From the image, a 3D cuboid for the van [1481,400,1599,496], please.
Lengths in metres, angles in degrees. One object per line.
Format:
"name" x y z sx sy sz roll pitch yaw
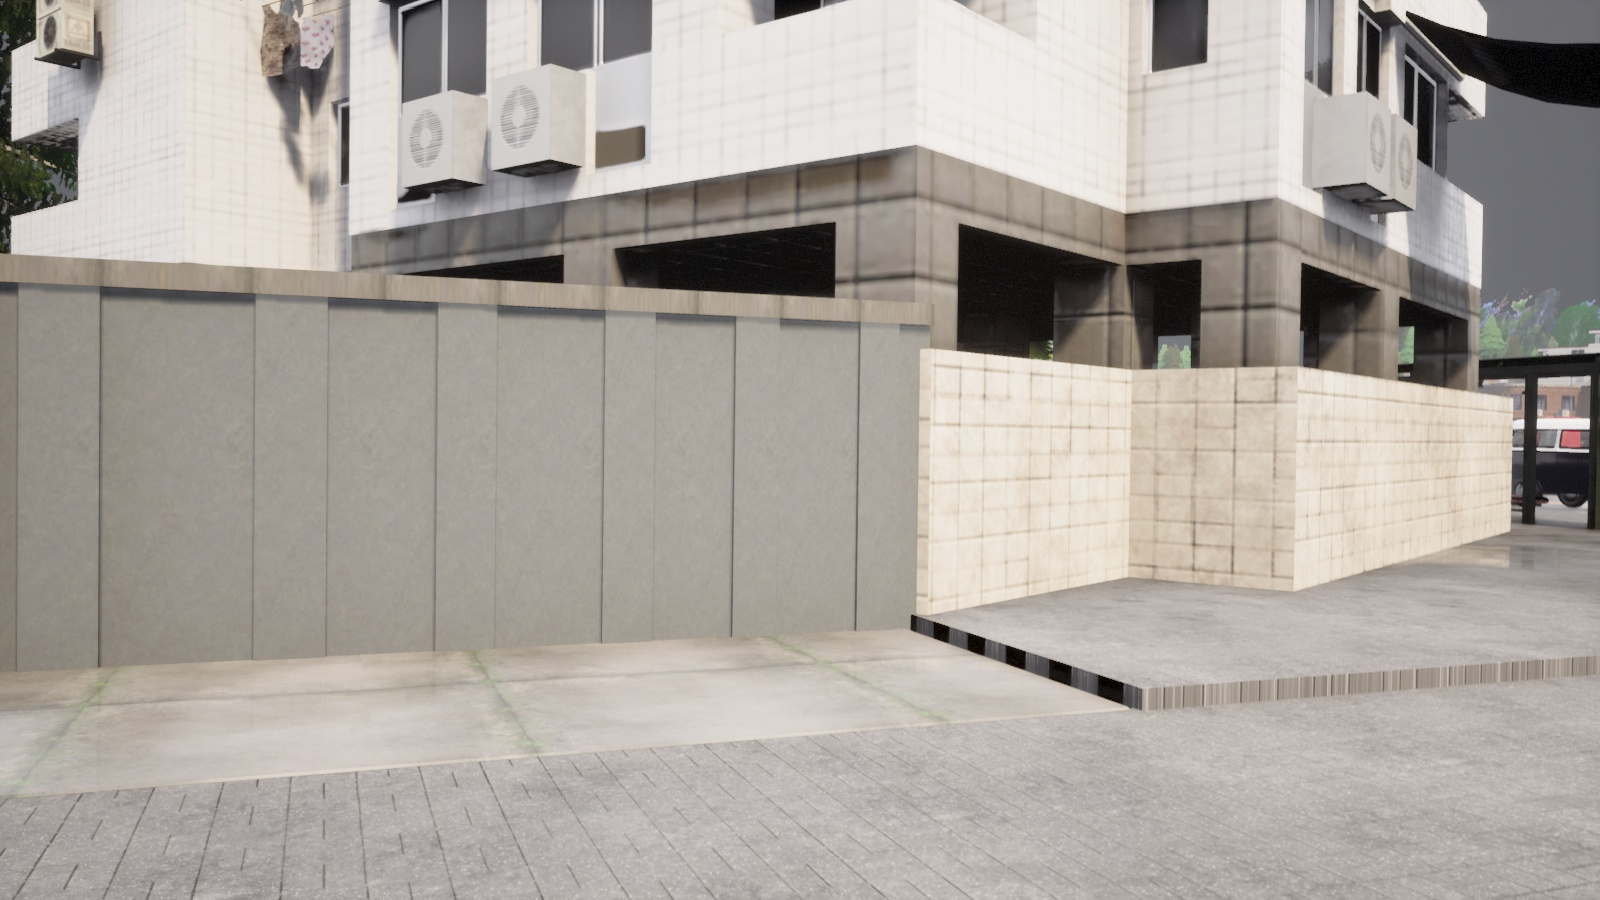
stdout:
"van" 17.664 -0.064 27.600 2.069 2.038 4.480 -1 1 -21
